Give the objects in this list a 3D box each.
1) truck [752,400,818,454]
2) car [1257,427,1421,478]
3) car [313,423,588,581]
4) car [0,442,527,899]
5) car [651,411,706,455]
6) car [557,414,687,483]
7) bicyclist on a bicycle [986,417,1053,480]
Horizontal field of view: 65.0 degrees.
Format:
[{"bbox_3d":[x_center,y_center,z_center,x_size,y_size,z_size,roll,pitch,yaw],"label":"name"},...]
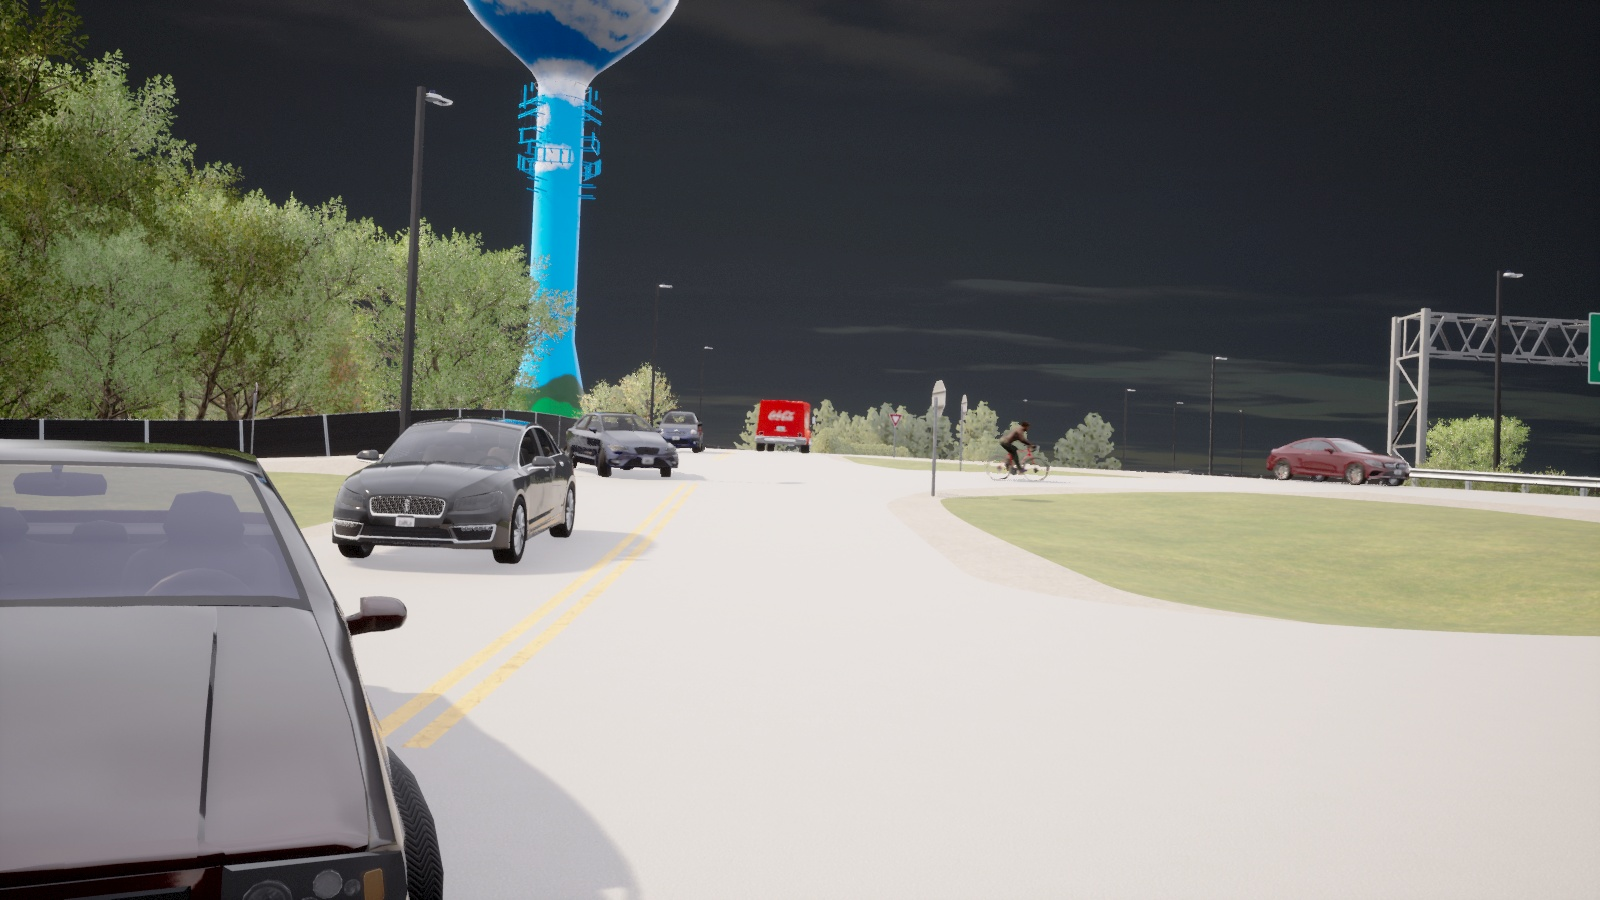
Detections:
[{"bbox_3d":[-0.678,-1.092,61.420,2.627,2.467,5.204,2,0,5],"label":"truck"},{"bbox_3d":[16.836,0.042,39.472,1.812,1.442,4.674,2,0,-25],"label":"car"},{"bbox_3d":[-3.828,0.455,14.714,1.837,1.490,4.892,1,2,0],"label":"car"},{"bbox_3d":[-2.553,0.719,4.461,2.033,1.411,5.357,1,1,-24],"label":"car"},{"bbox_3d":[-4.746,-0.681,49.610,1.851,1.617,3.988,1,1,-1],"label":"car"},{"bbox_3d":[-4.354,-0.075,30.171,1.816,1.474,4.193,0,2,-27],"label":"car"},{"bbox_3d":[5.826,-0.053,33.369,1.656,1.620,0.582,1,1,3],"label":"bicyclist on a bicycle"}]
